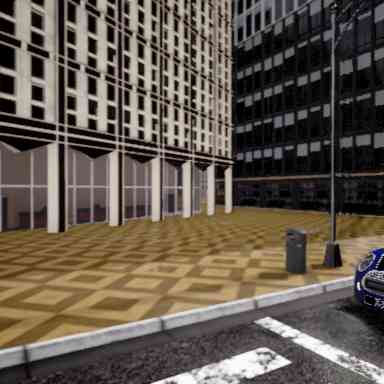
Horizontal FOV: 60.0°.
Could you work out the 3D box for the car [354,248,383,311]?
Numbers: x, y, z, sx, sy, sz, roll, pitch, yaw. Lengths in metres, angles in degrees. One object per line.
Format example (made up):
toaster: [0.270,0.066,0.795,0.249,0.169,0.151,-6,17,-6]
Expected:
car: [5.368,1.363,6.699,4.553,1.767,2.097,0,0,-31]
